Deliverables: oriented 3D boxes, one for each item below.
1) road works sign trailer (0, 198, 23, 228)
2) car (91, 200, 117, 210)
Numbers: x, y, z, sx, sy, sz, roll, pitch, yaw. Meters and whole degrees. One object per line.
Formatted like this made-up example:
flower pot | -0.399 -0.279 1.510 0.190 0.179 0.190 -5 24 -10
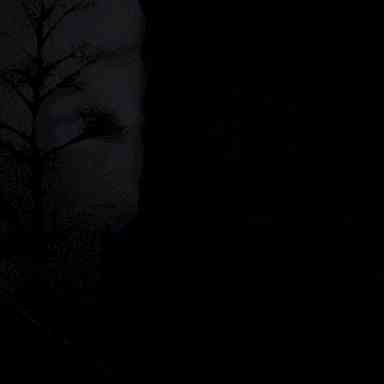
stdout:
road works sign trailer | -9.829 0.863 15.057 3.560 2.880 2.380 11 -32 -3
car | -14.250 2.086 54.261 1.882 1.535 5.008 1 -1 25
